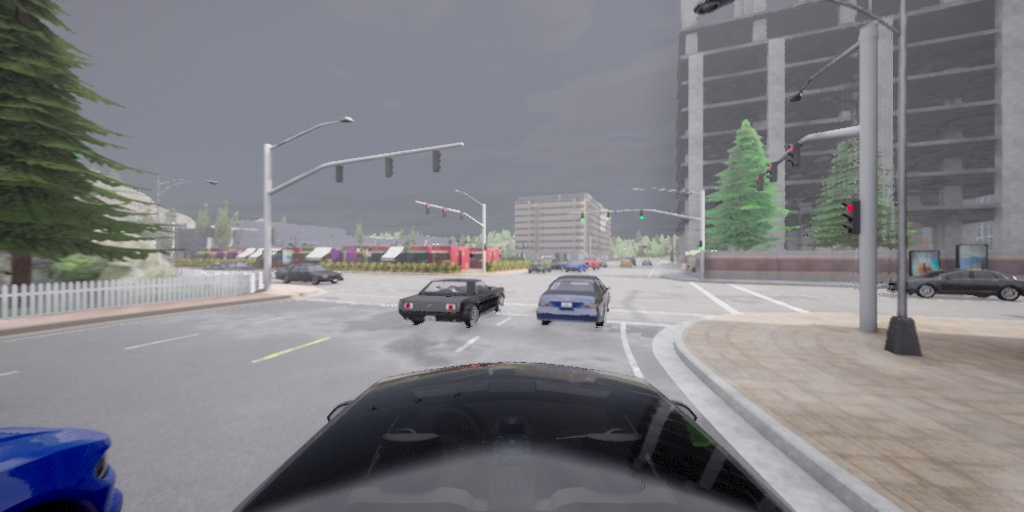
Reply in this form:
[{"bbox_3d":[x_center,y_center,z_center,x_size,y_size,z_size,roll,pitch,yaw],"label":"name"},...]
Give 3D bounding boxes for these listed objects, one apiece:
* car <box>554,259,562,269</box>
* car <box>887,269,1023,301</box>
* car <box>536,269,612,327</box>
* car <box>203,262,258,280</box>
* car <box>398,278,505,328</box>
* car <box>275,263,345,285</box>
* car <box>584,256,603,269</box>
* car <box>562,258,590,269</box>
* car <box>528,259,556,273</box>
[{"bbox_3d":[6.797,1.445,51.495,1.895,1.301,4.718,0,0,23],"label":"car"},{"bbox_3d":[22.678,1.405,18.384,4.892,1.490,1.837,0,0,23],"label":"car"},{"bbox_3d":[2.175,1.319,11.718,2.033,1.411,5.357,0,0,18],"label":"car"},{"bbox_3d":[-23.978,1.265,30.370,4.902,1.511,2.128,0,0,23],"label":"car"},{"bbox_3d":[-1.630,1.360,11.584,1.895,1.301,4.718,0,0,13],"label":"car"},{"bbox_3d":[-15.013,1.343,26.564,5.357,1.411,2.033,0,0,23],"label":"car"},{"bbox_3d":[11.906,1.087,54.625,2.150,2.045,5.566,0,0,23],"label":"car"},{"bbox_3d":[8.184,1.318,45.731,1.882,1.535,5.008,0,0,23],"label":"car"},{"bbox_3d":[3.428,1.386,43.408,1.994,1.385,4.181,0,0,23],"label":"car"}]
